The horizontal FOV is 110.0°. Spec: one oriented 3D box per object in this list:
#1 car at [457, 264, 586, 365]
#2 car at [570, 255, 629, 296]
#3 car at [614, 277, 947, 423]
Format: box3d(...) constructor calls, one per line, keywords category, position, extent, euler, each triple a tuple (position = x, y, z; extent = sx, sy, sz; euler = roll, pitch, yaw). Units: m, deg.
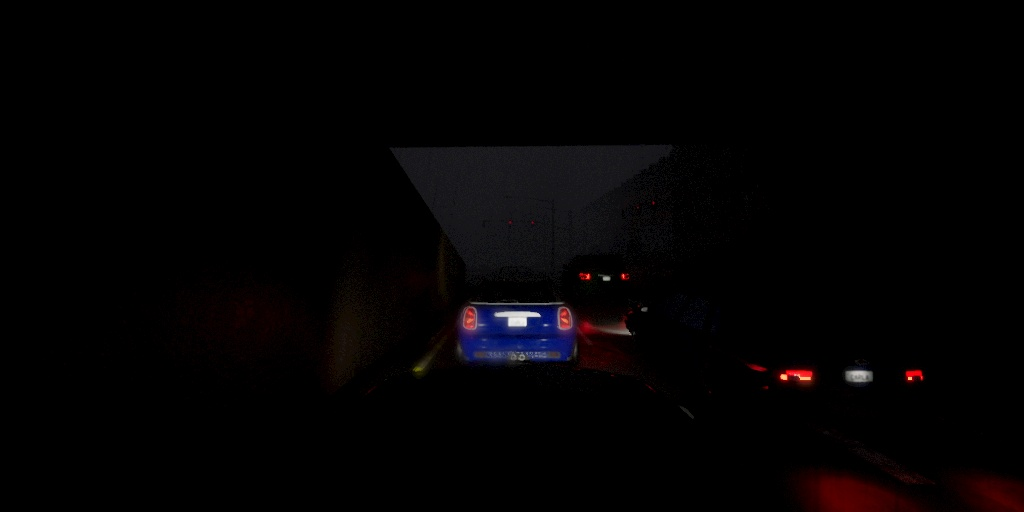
box3d(category="car", position=(0.108, 1.099, 7.999), extent=(2.097, 1.767, 4.553), euler=(0, 0, 0))
box3d(category="car", position=(3.647, 0.965, 16.474), extent=(2.150, 2.045, 5.566), euler=(0, 0, 0))
box3d(category="car", position=(3.611, 1.295, 6.228), extent=(2.033, 1.411, 5.357), euler=(0, 0, 0))
